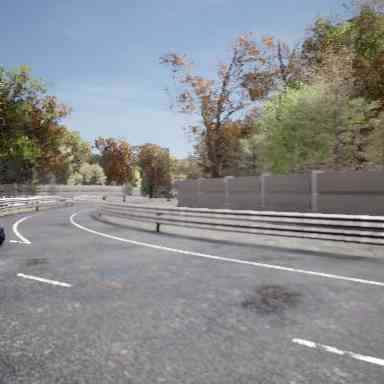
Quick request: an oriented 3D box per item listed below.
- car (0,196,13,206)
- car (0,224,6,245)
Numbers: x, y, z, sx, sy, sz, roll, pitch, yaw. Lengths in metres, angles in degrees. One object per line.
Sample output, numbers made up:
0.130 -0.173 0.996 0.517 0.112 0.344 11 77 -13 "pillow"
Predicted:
-24.547 1.308 43.048 2.128 1.511 4.902 0 0 39 "car"
-9.535 1.514 13.438 4.181 1.385 1.994 0 0 27 "car"
